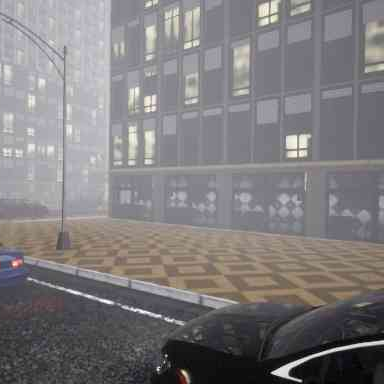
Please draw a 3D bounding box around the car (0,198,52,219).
[{"bbox_3d":[-16.025,1.519,30.938,2.192,1.841,5.009,1,0,37],"label":"car"}]

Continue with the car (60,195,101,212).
[{"bbox_3d":[-14.200,1.430,43.095,2.150,2.045,5.566,1,0,37],"label":"car"}]

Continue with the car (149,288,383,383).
[{"bbox_3d":[1.850,1.505,2.363,4.892,1.490,1.837,0,0,35],"label":"car"}]

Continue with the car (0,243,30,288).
[{"bbox_3d":[-6.071,1.543,8.032,5.357,1.411,2.033,0,0,36],"label":"car"}]

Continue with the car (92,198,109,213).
[{"bbox_3d":[-9.210,1.829,40.137,1.752,1.417,4.829,1,0,37],"label":"car"}]

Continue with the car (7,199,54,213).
[{"bbox_3d":[-19.505,1.642,40.319,1.752,1.417,4.829,1,0,37],"label":"car"}]
